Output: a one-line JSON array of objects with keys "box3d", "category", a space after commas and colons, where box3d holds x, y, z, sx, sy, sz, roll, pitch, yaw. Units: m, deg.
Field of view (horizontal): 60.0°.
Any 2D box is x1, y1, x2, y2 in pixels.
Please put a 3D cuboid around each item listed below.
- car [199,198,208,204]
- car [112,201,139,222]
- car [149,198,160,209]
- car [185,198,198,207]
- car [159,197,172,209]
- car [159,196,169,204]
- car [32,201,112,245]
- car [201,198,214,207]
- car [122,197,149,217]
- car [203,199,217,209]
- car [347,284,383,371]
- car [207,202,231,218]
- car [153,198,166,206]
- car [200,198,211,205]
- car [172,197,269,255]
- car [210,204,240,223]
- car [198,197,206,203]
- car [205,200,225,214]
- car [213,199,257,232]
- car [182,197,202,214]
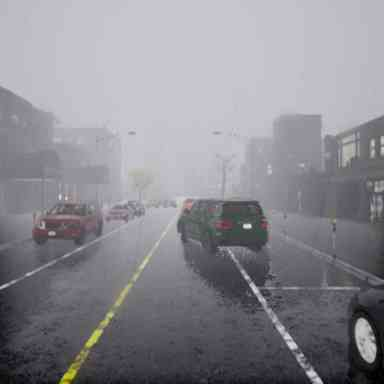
[{"box3d": [2.578, 1.921, 73.957, 1.802, 1.307, 4.206, 0, 0, 0], "category": "car"}, {"box3d": [-5.774, 1.702, 27.167, 1.802, 1.307, 4.206, 1, 0, 0], "category": "car"}, {"box3d": [-5.922, 1.753, 50.774, 1.752, 1.417, 4.829, 1, 0, 0], "category": "car"}, {"box3d": [-0.100, 1.757, 59.072, 2.128, 1.511, 4.902, 0, 0, 0], "category": "car"}, {"box3d": [-3.240, 1.716, 49.990, 2.128, 1.511, 4.902, 0, 0, 0], "category": "car"}, {"box3d": [-6.057, 1.774, 72.828, 1.967, 1.590, 4.097, 0, 0, 0], "category": "car"}, {"box3d": [-5.734, 1.385, 16.102, 2.192, 1.841, 5.009, 1, 0, 0], "category": "car"}, {"box3d": [2.605, 1.810, 57.411, 2.008, 1.369, 4.403, 0, 0, 0], "category": "car"}, {"box3d": [-5.791, 1.585, 32.700, 1.967, 1.590, 4.097, 1, 0, 0], "category": "car"}, {"box3d": [2.593, 1.745, 49.190, 1.752, 1.417, 4.829, 0, 0, 0], "category": "car"}, {"box3d": [3.138, 1.516, 2.830, 1.837, 1.490, 4.892, 0, 0, 0], "category": "car"}, {"box3d": [2.588, 1.710, 32.727, 1.947, 1.339, 4.313, 0, 0, 0], "category": "car"}, {"box3d": [-6.014, 1.832, 62.009, 2.008, 1.369, 4.403, 0, 0, 0], "category": "car"}, {"box3d": [2.609, 1.861, 64.956, 1.947, 1.339, 4.313, 0, 0, 0], "category": "car"}, {"box3d": [1.059, 1.281, 13.954, 2.150, 2.045, 5.566, -1, 0, -18], "category": "car"}, {"box3d": [2.607, 1.685, 27.194, 1.947, 1.339, 4.313, 0, 0, 0], "category": "car"}, {"box3d": [2.547, 1.929, 82.959, 1.887, 1.381, 4.507, 0, 0, 0], "category": "car"}, {"box3d": [2.578, 1.713, 37.953, 1.887, 1.381, 4.507, 0, 0, 0], "category": "car"}, {"box3d": [2.628, 1.409, 21.662, 2.192, 1.841, 5.009, 0, 0, 0], "category": "car"}, {"box3d": [-0.033, 1.520, 38.002, 2.097, 1.767, 4.553, 0, 0, 0], "category": "car"}]
